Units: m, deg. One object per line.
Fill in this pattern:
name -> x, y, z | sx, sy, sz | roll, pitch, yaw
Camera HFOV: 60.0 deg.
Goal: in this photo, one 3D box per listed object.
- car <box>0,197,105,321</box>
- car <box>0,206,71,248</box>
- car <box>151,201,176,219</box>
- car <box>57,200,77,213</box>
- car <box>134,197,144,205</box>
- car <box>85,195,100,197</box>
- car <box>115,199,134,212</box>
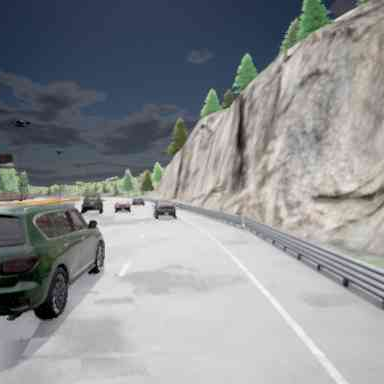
car -> -3.536, 1.274, 7.494 | 2.150, 2.045, 5.566 | 0, 0, -3
car -> -7.666, 1.591, 16.625 | 1.882, 1.535, 5.008 | 0, 0, -7
car -> -2.595, 1.576, 30.489 | 1.837, 1.490, 4.892 | 0, 0, -11
car -> -15.709, 1.789, 42.071 | 2.033, 1.411, 5.357 | -1, 0, -16
car -> -9.989, 1.691, 61.776 | 2.128, 1.511, 4.902 | -1, 0, -13
car -> -11.374, 1.408, 38.328 | 2.150, 2.045, 5.566 | 0, 0, -14
car -> -8.711, 1.759, 41.628 | 1.895, 1.301, 4.718 | -1, 0, -14
